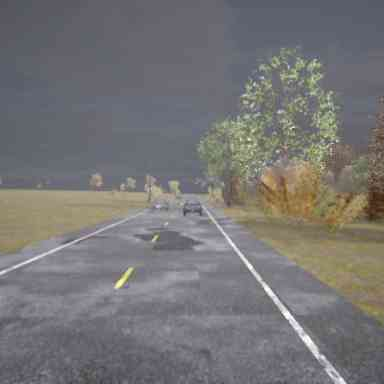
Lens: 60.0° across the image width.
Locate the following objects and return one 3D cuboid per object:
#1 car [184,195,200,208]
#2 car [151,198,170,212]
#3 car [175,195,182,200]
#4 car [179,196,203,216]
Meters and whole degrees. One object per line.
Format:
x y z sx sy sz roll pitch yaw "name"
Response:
0.019 1.301 47.097 2.097 1.767 4.553 0 0 1 "car"
-3.652 1.448 38.573 2.128 1.511 4.902 0 0 0 "car"
-3.646 1.470 93.103 1.994 1.385 4.181 0 0 0 "car"
0.053 1.457 32.316 2.128 1.511 4.902 0 0 0 "car"
